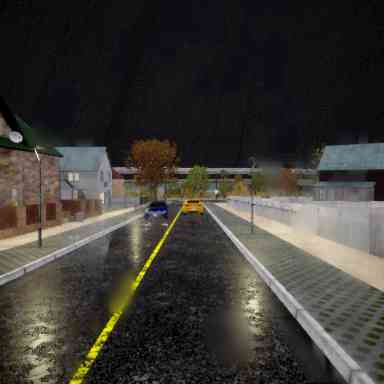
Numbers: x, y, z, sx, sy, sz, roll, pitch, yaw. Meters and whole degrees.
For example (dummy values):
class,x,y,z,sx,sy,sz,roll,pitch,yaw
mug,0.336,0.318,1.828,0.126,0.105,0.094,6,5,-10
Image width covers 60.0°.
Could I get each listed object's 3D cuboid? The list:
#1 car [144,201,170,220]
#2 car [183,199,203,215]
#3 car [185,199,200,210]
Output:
class,x,y,z,sx,sy,sz,roll,pitch,yaw
car,-2.818,1.517,27.883,1.812,1.442,4.674,0,0,0
car,0.122,1.471,33.954,1.882,1.535,5.008,0,0,0
car,0.129,1.602,44.480,1.895,1.301,4.718,0,0,0
